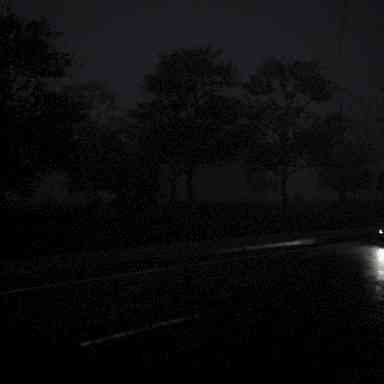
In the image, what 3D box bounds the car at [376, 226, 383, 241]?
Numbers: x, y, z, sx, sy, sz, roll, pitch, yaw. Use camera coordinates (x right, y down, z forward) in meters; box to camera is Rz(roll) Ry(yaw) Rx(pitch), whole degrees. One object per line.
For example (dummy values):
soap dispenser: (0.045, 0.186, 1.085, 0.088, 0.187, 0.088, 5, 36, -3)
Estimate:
car: (10.321, 1.534, 14.317, 5.357, 1.411, 2.033, 0, 0, -29)
